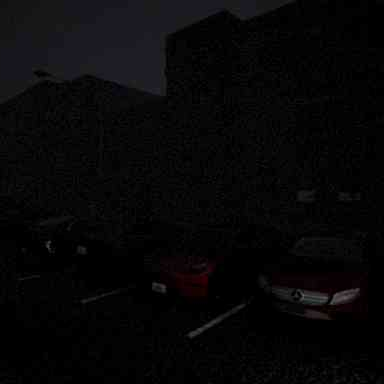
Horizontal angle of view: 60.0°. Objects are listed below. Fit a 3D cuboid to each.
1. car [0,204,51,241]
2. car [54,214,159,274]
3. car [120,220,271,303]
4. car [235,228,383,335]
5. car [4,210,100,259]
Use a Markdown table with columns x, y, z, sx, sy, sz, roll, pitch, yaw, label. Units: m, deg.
| x | y | z | sx | sy | sz | roll | pitch | yaw | label |
| --- | --- | --- | --- | --- | --- | --- | --- | --- | --- |
| -7.963 | 1.509 | 15.399 | 2.163 | 1.488 | 4.792 | 0 | 0 | 40 | car |
| -1.382 | 1.521 | 10.308 | 2.163 | 1.488 | 4.792 | 0 | 0 | 38 | car |
| 0.764 | 1.521 | 8.622 | 2.163 | 1.488 | 4.792 | 0 | 0 | 37 | car |
| 2.983 | 1.530 | 7.028 | 2.002 | 1.452 | 4.674 | 0 | 0 | 36 | car |
| -3.570 | 1.490 | 11.944 | 2.231 | 1.521 | 4.892 | 0 | 0 | 38 | car |
